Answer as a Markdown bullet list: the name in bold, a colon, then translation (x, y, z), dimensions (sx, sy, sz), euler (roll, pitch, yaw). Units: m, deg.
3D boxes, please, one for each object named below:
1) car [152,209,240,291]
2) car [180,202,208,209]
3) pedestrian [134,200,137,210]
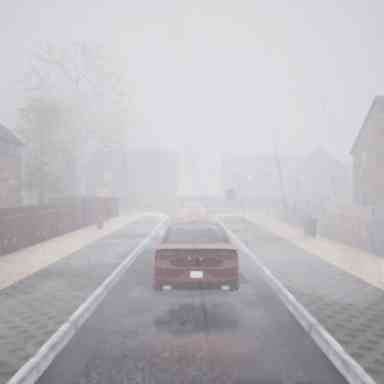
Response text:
- **car**: translation (0.091, 1.433, 8.904), dimensions (1.882, 1.535, 5.008), euler (0, 0, 0)
- **car**: translation (0.124, 1.411, 23.023), dimensions (1.812, 1.442, 4.674), euler (0, 0, 2)
- **pedestrian**: translation (-6.750, 1.159, 39.499), dimensions (0.375, 1.860, 0.375), euler (0, -1, 1)
